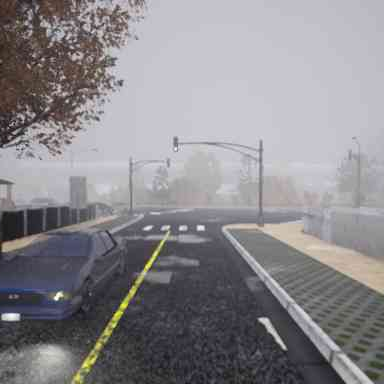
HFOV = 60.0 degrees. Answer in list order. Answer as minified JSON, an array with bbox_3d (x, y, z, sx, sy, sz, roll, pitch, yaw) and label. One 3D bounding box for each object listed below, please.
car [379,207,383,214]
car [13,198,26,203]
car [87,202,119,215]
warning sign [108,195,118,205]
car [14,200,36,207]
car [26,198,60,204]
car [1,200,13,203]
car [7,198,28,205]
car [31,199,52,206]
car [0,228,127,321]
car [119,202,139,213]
[{"bbox_3d":[18.506,1.500,28.537,4.674,1.442,1.812,-1,1,37],"label":"car"},{"bbox_3d":[-31.506,2.241,60.704,4.902,1.511,2.128,-1,1,36],"label":"car"},{"bbox_3d":[-12.004,2.041,42.413,4.892,1.490,1.837,-1,1,35],"label":"car"},{"bbox_3d":[-14.251,1.434,59.759,1.060,1.860,1.300,1,1,36],"label":"warning sign"},{"bbox_3d":[-33.055,2.304,65.862,4.718,1.301,1.895,-1,1,36],"label":"car"},{"bbox_3d":[-21.839,1.895,49.556,5.566,2.045,2.150,-1,1,36],"label":"car"},{"bbox_3d":[-34.087,2.354,58.558,4.892,1.490,1.837,-1,1,36],"label":"car"},{"bbox_3d":[-38.968,2.155,74.167,4.902,1.511,2.128,-1,1,36],"label":"car"},{"bbox_3d":[-30.863,2.160,68.284,4.181,1.385,1.994,-1,1,36],"label":"car"},{"bbox_3d":[-2.847,1.603,7.901,2.033,1.411,5.357,0,0,0],"label":"car"},{"bbox_3d":[-9.302,2.035,44.468,4.718,1.301,1.895,-1,1,36],"label":"car"}]
